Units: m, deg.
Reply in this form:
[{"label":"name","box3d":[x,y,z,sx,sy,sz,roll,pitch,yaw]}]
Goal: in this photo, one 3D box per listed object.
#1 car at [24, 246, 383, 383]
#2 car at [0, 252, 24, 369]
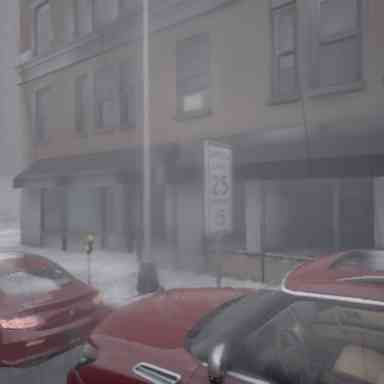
[{"label":"car","box3d":[1.343,1.315,2.123,5.009,1.841,2.192,-1,0,36]},{"label":"car","box3d":[-3.152,1.637,5.329,4.206,1.307,1.802,-1,0,36]}]
